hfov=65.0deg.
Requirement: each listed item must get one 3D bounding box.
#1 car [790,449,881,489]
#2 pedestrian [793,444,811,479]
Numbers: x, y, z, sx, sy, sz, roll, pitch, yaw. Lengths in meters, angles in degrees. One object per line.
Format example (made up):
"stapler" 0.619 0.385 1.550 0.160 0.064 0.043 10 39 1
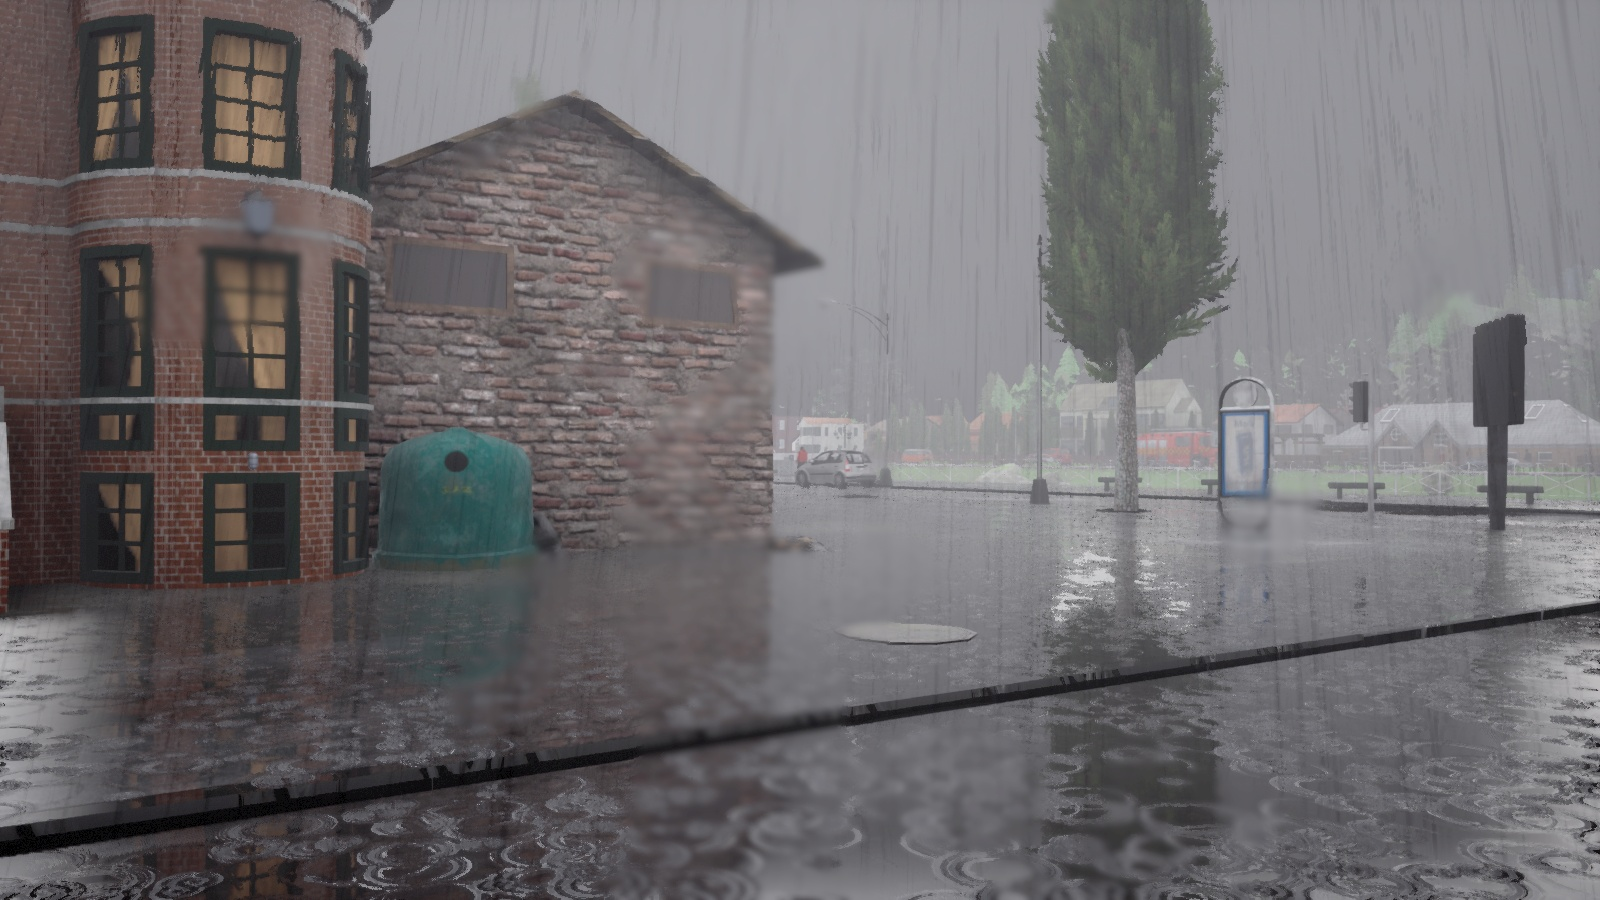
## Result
"car" 1.455 0.770 53.401 1.851 1.617 3.988 0 0 -35
"pedestrian" 0.104 0.618 66.898 0.634 1.844 0.899 0 0 -30
